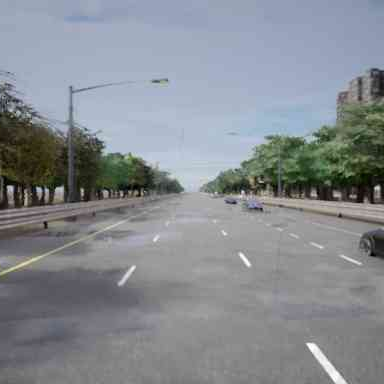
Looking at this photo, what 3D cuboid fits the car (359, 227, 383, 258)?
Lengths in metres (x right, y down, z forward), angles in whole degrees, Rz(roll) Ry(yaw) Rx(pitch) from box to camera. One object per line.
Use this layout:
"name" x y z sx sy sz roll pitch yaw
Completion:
"car" 7.006 1.568 10.266 1.994 1.385 4.181 0 0 0

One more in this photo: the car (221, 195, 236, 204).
"car" 7.180 1.581 62.886 1.994 1.385 4.181 0 0 0

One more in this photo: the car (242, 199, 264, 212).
"car" 7.079 1.557 39.206 2.033 1.411 5.357 0 0 0
